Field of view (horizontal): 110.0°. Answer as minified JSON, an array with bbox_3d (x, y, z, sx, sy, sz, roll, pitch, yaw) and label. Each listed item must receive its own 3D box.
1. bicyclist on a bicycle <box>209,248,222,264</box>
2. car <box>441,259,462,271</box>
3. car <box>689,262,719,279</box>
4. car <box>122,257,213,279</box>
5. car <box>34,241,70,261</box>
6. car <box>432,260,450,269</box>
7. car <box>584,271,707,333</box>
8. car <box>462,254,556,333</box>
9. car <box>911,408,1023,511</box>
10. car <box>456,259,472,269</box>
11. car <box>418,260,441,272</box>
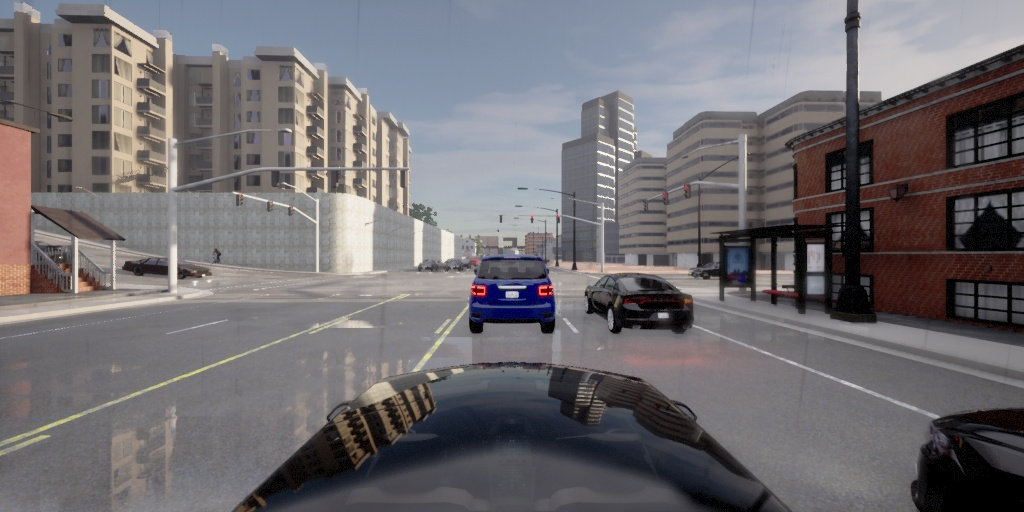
[{"bbox_3d":[-31.062,0.029,37.674,0.582,1.620,1.656,6,0,0],"label":"bicyclist on a bicycle"},{"bbox_3d":[-7.507,1.241,47.317,2.128,1.511,4.902,0,0,0],"label":"car"},{"bbox_3d":[17.849,1.241,30.970,4.902,1.511,2.128,0,0,-1],"label":"car"},{"bbox_3d":[-25.624,0.837,26.730,5.357,1.411,2.033,5,0,-1],"label":"car"},{"bbox_3d":[-35.474,-0.392,26.611,4.181,1.385,1.994,10,0,-1],"label":"car"},{"bbox_3d":[-11.088,1.350,56.479,1.895,1.301,4.718,0,0,0],"label":"car"},{"bbox_3d":[3.496,1.228,10.782,1.882,1.535,5.008,0,0,0],"label":"car"},{"bbox_3d":[-0.005,0.971,10.843,2.150,2.045,5.566,0,0,0],"label":"car"},{"bbox_3d":[3.608,1.240,0.334,2.128,1.511,4.902,0,0,0],"label":"car"},{"bbox_3d":[-7.585,1.227,56.748,1.882,1.535,5.008,0,0,0],"label":"car"},{"bbox_3d":[-11.004,1.241,47.215,2.128,1.511,4.902,0,0,0],"label":"car"}]
